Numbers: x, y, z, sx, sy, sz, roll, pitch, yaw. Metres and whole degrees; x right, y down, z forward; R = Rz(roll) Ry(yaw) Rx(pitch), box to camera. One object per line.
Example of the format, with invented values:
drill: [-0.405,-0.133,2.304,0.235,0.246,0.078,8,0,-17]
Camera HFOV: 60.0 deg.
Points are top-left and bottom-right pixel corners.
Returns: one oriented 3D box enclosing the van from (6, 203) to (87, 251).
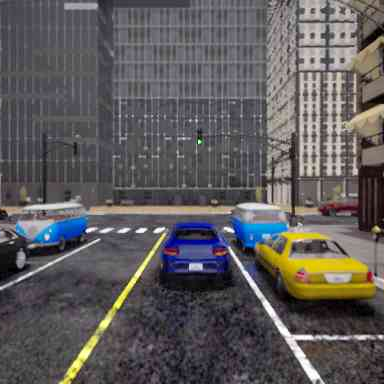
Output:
van: [-5.705,1.392,13.872,1.690,1.788,3.998,-1,0,0]

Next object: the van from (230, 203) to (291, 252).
van: [2.676,1.392,13.844,1.690,1.788,3.998,-1,0,0]

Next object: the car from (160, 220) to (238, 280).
car: [0.094,1.562,9.948,1.812,1.442,4.674,0,0,0]

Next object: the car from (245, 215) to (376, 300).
car: [2.679,1.557,8.412,1.752,1.417,4.829,-1,0,0]

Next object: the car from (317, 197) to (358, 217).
car: [15.235,1.468,33.176,5.009,1.841,2.192,0,0,0]

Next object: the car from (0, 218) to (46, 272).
car: [-5.701,1.581,8.270,2.008,1.369,4.403,-1,0,0]

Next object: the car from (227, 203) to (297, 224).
car: [5.745,1.712,27.126,5.357,1.411,2.033,0,0,-23]

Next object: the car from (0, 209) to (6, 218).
car: [-17.585,1.609,27.574,4.181,1.385,1.994,0,1,0]

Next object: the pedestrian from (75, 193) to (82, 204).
pedestrian: [-12.397,1.027,36.275,0.375,1.860,0.375,0,0,0]
